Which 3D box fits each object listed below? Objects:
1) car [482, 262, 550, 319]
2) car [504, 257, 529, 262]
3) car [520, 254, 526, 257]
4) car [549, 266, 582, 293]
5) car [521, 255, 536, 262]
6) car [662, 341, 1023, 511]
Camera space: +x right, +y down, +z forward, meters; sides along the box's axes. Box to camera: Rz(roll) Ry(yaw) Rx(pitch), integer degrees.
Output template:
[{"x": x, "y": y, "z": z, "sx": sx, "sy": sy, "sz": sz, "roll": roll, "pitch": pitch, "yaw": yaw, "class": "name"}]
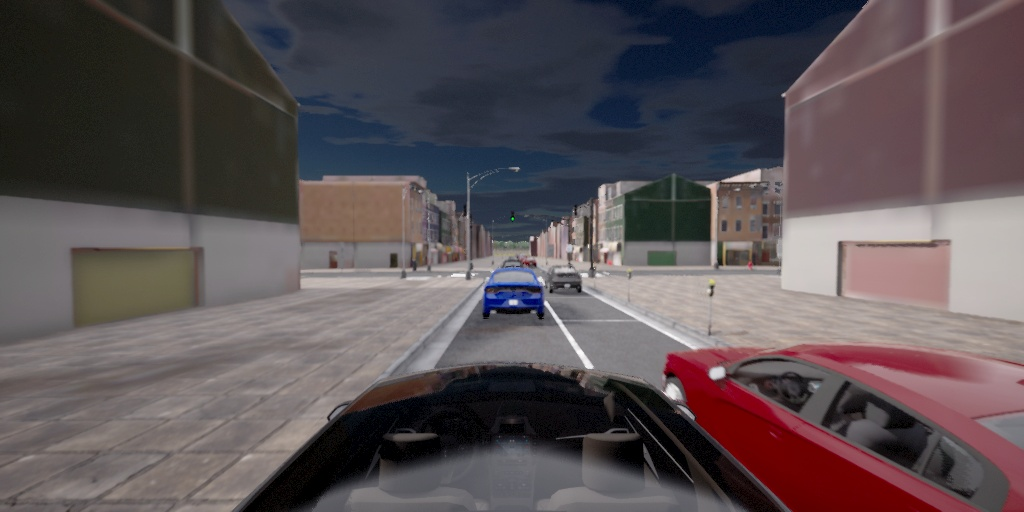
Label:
[{"x": 0.059, "y": 1.135, "z": 12.481, "sx": 1.882, "sy": 1.535, "sz": 5.008, "roll": 0, "pitch": 0, "yaw": 0, "class": "car"}, {"x": 0.058, "y": 1.045, "z": 27.042, "sx": 1.837, "sy": 1.490, "sz": 4.892, "roll": 0, "pitch": 1, "yaw": 0, "class": "car"}, {"x": 2.620, "y": 0.830, "z": 62.666, "sx": 1.802, "sy": 1.307, "sz": 4.207, "roll": 0, "pitch": 0, "yaw": 0, "class": "car"}, {"x": 2.632, "y": 1.151, "z": 19.158, "sx": 2.007, "sy": 1.370, "sz": 4.403, "roll": 0, "pitch": 0, "yaw": 0, "class": "car"}, {"x": 2.623, "y": 0.881, "z": 51.601, "sx": 1.888, "sy": 1.381, "sz": 4.507, "roll": 0, "pitch": 0, "yaw": 0, "class": "car"}, {"x": 2.637, "y": 1.288, "z": 2.521, "sx": 1.888, "sy": 1.381, "sz": 4.507, "roll": 0, "pitch": 0, "yaw": 0, "class": "car"}]
